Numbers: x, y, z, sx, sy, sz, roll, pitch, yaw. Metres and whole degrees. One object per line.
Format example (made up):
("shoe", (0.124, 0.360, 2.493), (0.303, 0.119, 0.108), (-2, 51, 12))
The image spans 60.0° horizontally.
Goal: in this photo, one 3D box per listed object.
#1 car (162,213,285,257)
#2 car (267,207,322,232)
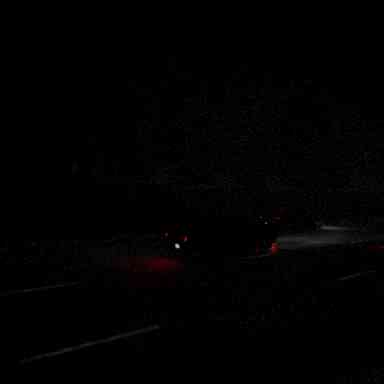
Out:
("car", (1.286, 1.678, 13.267), (4.718, 1.301, 1.895), (1, 0, -36))
("car", (6.268, 1.678, 21.119), (4.674, 1.442, 1.812), (1, 0, -36))
